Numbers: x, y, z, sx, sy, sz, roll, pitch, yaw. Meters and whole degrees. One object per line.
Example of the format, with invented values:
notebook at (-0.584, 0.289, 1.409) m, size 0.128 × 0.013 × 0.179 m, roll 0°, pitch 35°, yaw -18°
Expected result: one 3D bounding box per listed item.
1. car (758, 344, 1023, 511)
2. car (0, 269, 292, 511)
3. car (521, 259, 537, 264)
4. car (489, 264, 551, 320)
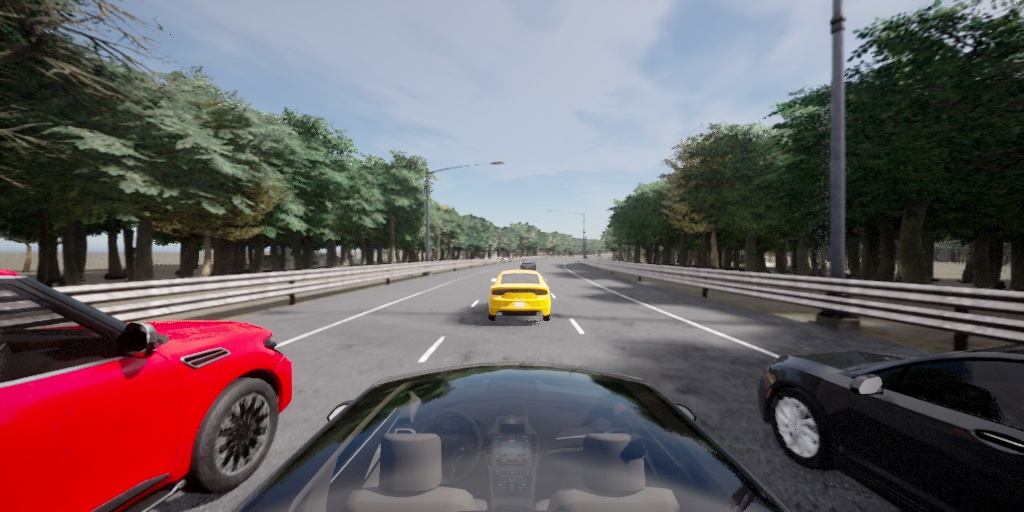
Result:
car at (3.627, 1.258, 1.970) m, size 1.837 × 1.490 × 4.892 m, roll 0°, pitch 0°, yaw 0°
car at (-3.380, 0.969, 1.382) m, size 2.150 × 2.045 × 5.566 m, roll 0°, pitch 0°, yaw 0°
car at (2.047, 1.161, 44.087) m, size 2.128 × 1.511 × 4.902 m, roll 0°, pitch 0°, yaw 5°
car at (0.273, 1.221, 12.672) m, size 1.882 × 1.535 × 5.008 m, roll 0°, pitch 0°, yaw 1°
